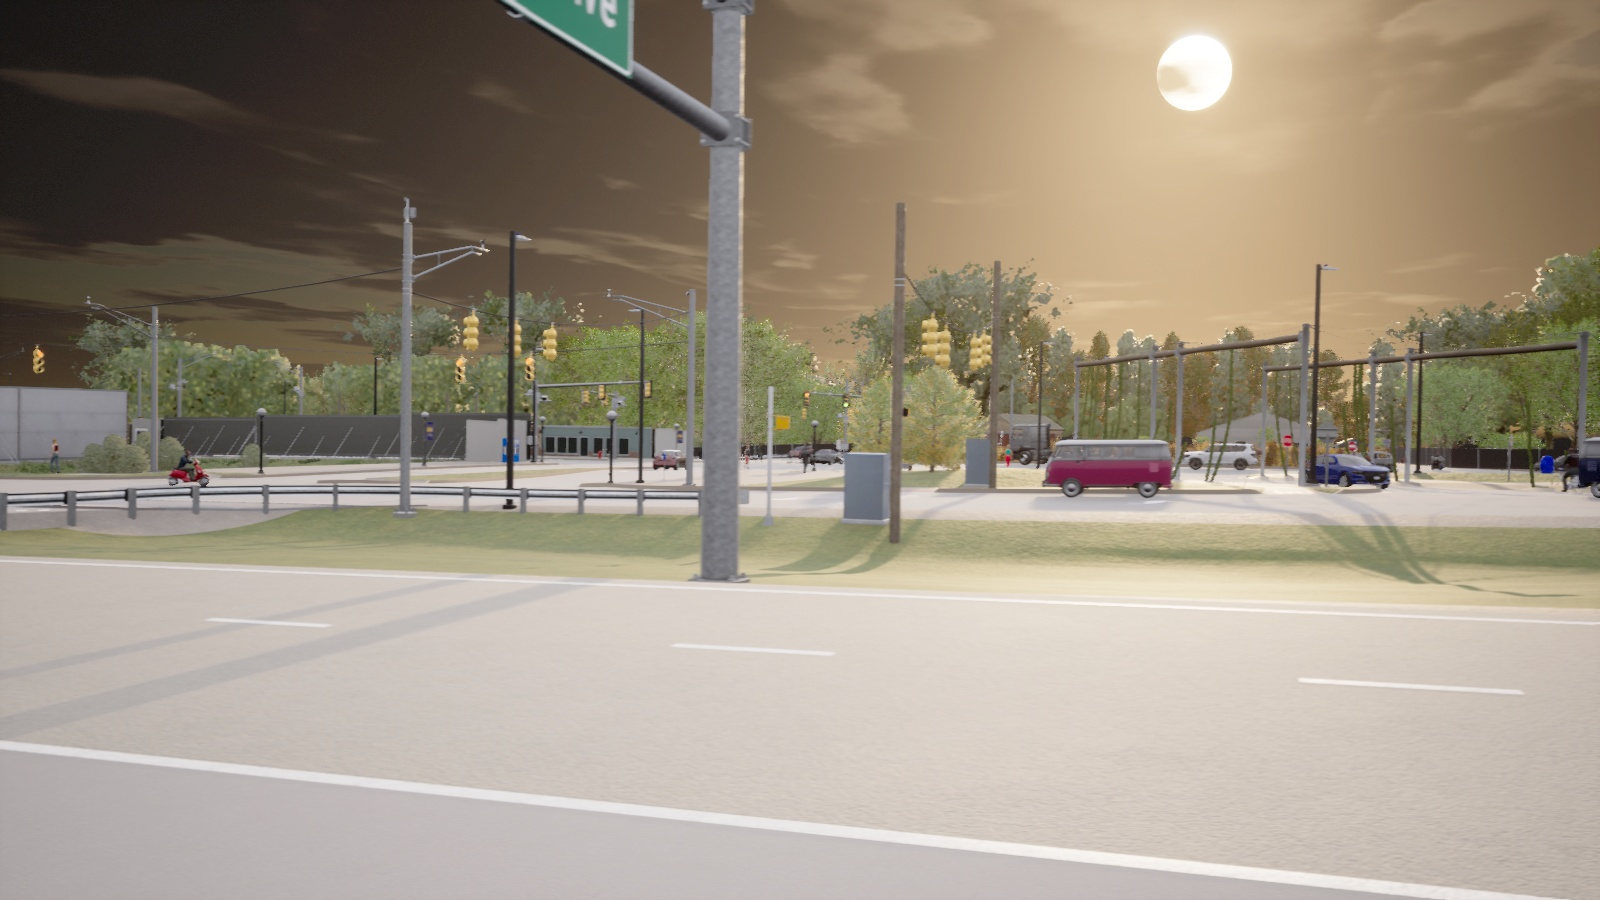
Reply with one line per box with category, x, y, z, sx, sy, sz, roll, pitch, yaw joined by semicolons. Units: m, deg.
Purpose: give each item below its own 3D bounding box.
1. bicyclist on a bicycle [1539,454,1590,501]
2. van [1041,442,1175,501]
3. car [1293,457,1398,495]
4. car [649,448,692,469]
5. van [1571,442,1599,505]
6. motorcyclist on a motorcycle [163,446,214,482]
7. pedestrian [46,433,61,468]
bicyclist on a bicycle;29.469;1.045;48.450;0.659;1.776;1.843;1;0;-7
van;10.734;0.711;43.737;4.442;1.987;1.775;0;1;18
car;23.545;1.088;54.466;1.882;1.535;5.008;1;-1;-7
car;-9.485;0.628;92.549;1.970;1.475;3.806;1;0;14
van;26.325;0.735;38.445;1.775;1.987;4.442;0;0;-24
motorcyclist on a motorcycle;-27.043;0.613;55.529;1.817;1.590;0.866;0;0;-5
pedestrian;-39.477;0.018;66.402;0.594;1.836;0.345;2;1;19
